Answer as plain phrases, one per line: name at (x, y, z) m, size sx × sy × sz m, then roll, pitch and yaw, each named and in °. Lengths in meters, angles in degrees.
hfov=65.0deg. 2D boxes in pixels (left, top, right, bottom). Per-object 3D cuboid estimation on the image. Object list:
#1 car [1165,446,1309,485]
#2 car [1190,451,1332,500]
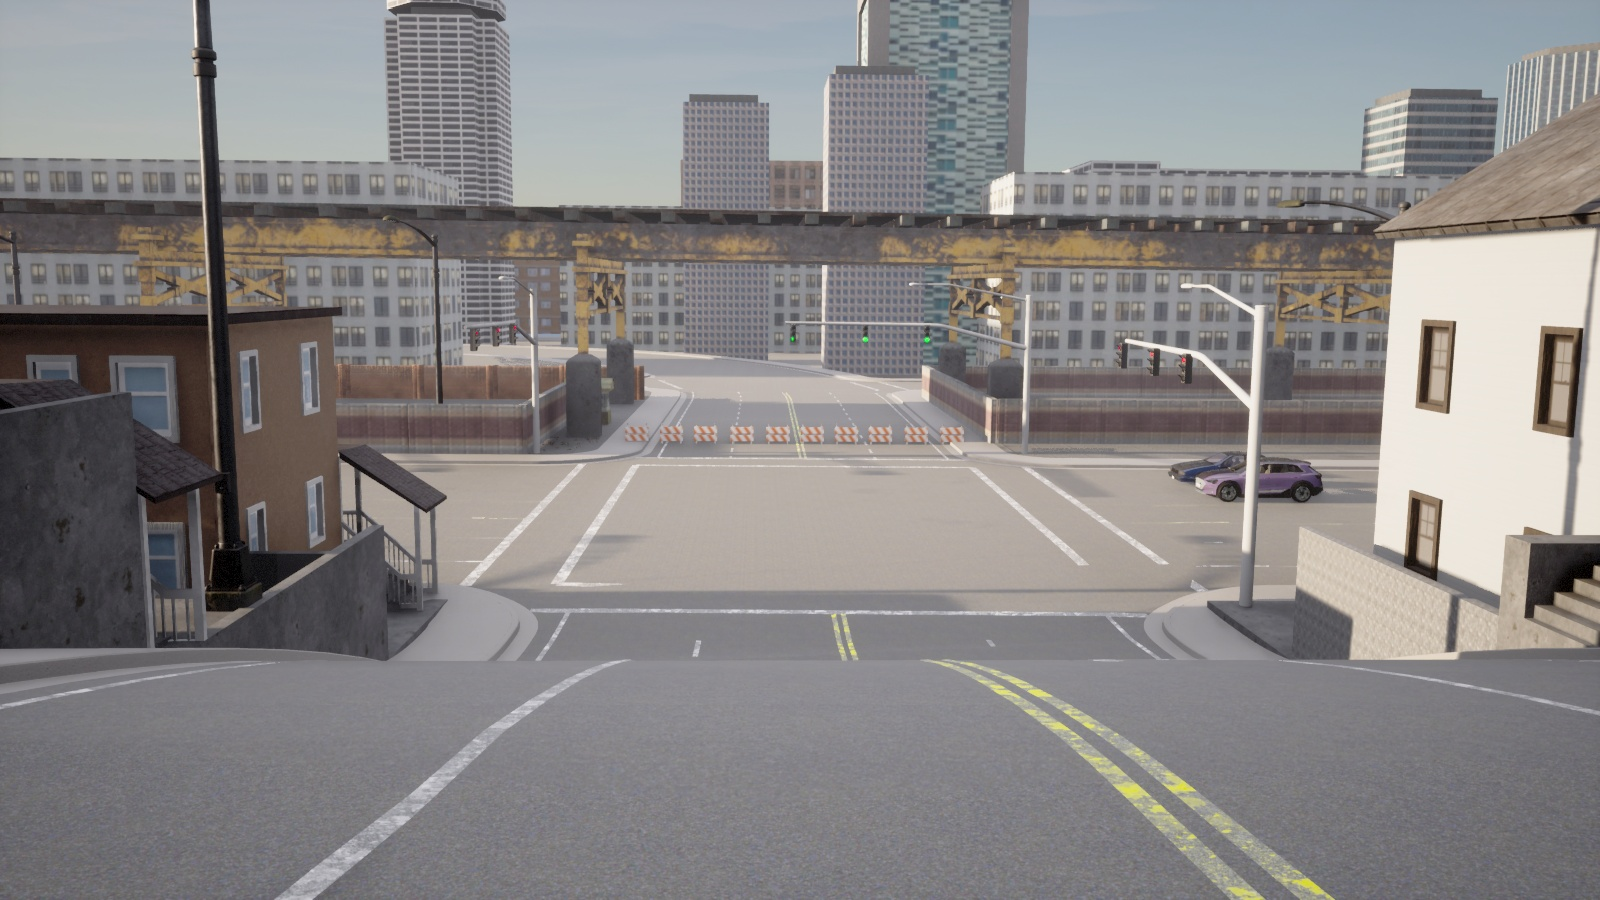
car at (18.603, 0.645, 53.623) m, size 5.357 × 1.411 × 2.033 m, roll 0°, pitch 8°, yaw 0°
car at (18.338, 0.990, 50.134) m, size 4.856 × 1.649 × 2.033 m, roll 0°, pitch 8°, yaw 0°
